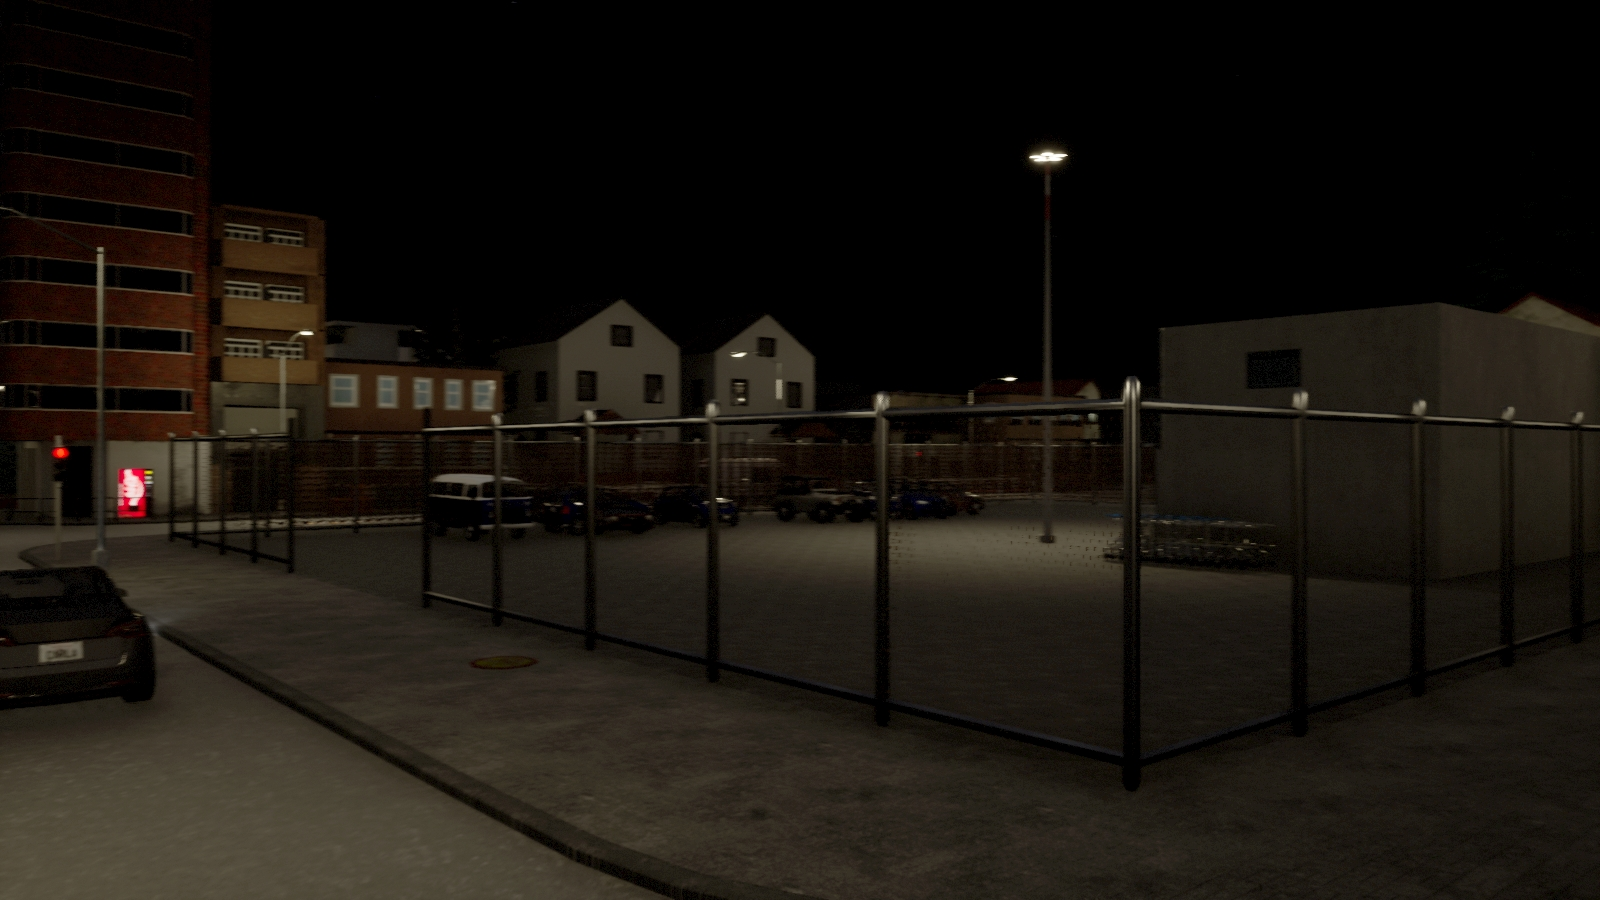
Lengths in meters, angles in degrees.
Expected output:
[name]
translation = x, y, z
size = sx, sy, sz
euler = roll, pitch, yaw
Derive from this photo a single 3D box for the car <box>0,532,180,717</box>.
[car]
translation = -8.964, 1.868, 13.285
size = 2.163, 1.488, 4.792
euler = 0, 0, -40
